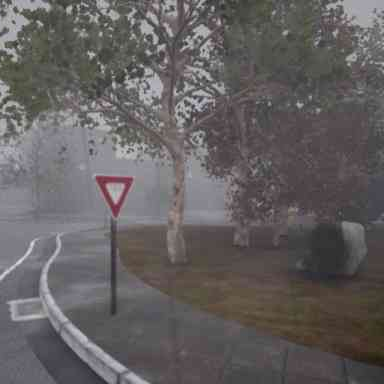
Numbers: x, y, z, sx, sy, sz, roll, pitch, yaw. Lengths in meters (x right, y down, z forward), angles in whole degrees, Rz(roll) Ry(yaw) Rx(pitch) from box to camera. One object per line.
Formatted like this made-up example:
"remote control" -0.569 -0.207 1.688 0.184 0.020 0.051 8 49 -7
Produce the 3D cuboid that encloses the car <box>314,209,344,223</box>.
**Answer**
"car" 22.495 3.873 54.476 5.566 2.045 2.150 3 -2 -41

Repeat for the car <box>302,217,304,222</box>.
"car" 15.014 3.587 47.940 4.553 1.767 2.097 4 -3 -40

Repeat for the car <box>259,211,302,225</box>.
"car" 10.736 3.167 39.980 5.008 1.535 1.882 5 -3 -41

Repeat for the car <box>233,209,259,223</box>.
"car" 7.325 2.796 41.210 5.566 2.045 2.150 5 -3 -40

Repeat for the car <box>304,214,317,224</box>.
"car" 18.275 3.816 46.584 4.892 1.490 1.837 4 -3 -40
